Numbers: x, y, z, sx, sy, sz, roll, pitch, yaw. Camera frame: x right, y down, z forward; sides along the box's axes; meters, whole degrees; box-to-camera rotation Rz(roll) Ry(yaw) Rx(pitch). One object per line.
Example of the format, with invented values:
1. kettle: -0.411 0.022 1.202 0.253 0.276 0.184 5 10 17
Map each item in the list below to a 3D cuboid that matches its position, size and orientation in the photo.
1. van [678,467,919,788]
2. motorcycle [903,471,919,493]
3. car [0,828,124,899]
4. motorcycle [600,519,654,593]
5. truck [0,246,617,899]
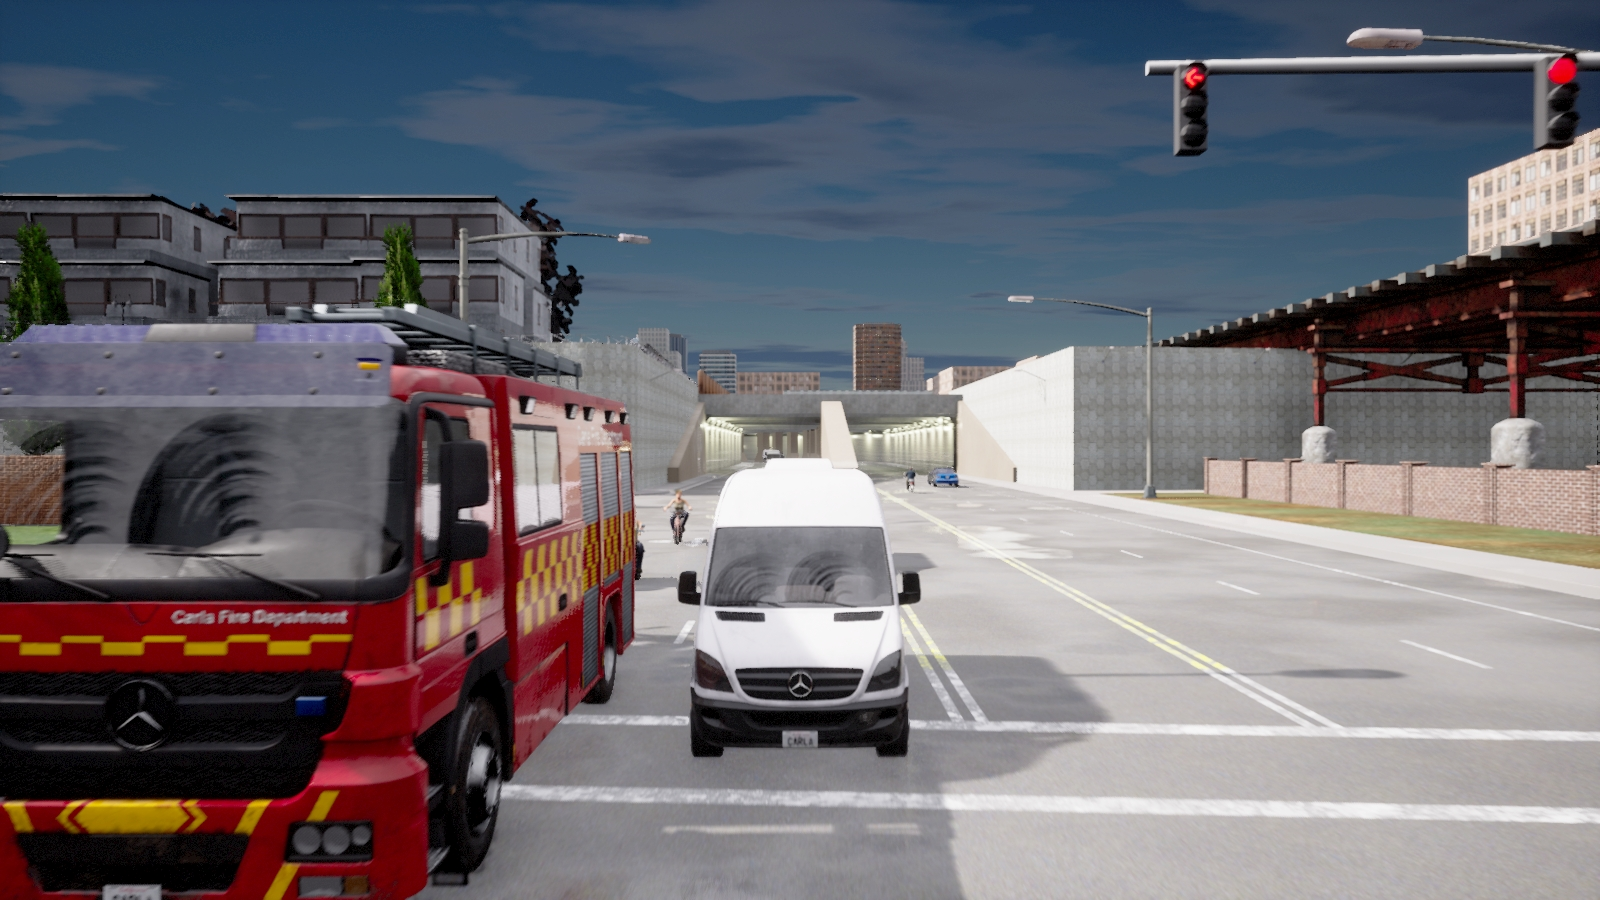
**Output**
1. van: -0.012 1.512 12.414 1.988 2.561 5.915 0 0 0
2. motorcycle: 6.999 2.008 72.025 0.856 1.341 1.805 0 0 0
3. car: -3.922 2.098 1.661 2.033 1.411 5.357 0 0 11
4. motorcycle: -3.514 2.133 23.395 0.764 1.277 2.356 0 0 0
5. truck: -3.737 0.873 9.963 2.891 3.827 8.468 0 0 0
